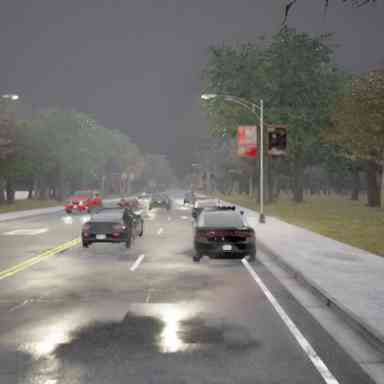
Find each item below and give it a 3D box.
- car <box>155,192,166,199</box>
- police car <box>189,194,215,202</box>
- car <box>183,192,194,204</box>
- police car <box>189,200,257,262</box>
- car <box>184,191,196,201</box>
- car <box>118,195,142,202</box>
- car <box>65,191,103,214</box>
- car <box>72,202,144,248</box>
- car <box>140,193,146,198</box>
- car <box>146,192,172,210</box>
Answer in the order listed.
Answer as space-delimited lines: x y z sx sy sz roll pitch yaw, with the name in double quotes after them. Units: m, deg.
-7.068 0.766 75.248 2.128 1.511 4.902 0 0 -1 "car"
0.922 1.183 21.701 1.930 1.638 5.238 0 1 0 "police car"
-0.234 1.066 48.758 1.994 1.385 4.181 0 0 0 "car"
0.957 1.288 11.689 1.930 1.638 5.238 0 1 0 "police car"
-0.400 0.739 63.218 2.097 1.767 4.553 0 0 -1 "car"
-6.729 1.231 34.672 1.895 1.301 4.718 0 1 0 "car"
-9.956 0.885 31.087 2.150 2.045 5.566 0 1 0 "car"
-3.175 1.365 13.860 1.812 1.442 4.674 0 1 0 "car"
-10.266 0.858 71.665 2.033 1.411 5.357 0 0 -1 "car"
-3.287 0.974 35.566 2.097 1.767 4.553 0 1 0 "car"
